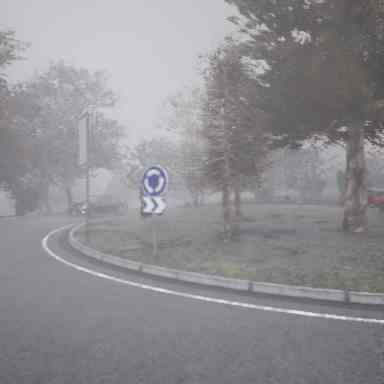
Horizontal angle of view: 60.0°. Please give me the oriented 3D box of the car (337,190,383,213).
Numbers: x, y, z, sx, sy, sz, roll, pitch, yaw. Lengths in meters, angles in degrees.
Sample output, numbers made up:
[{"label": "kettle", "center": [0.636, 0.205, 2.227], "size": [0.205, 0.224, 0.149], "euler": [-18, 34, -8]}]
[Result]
[{"label": "car", "center": [17.046, 0.810, 32.078], "size": [5.566, 2.045, 2.150], "euler": [2, 1, 42]}]

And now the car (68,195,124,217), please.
[{"label": "car", "center": [-7.639, 1.013, 26.793], "size": [2.097, 1.767, 4.553], "euler": [1, 1, 31]}]
